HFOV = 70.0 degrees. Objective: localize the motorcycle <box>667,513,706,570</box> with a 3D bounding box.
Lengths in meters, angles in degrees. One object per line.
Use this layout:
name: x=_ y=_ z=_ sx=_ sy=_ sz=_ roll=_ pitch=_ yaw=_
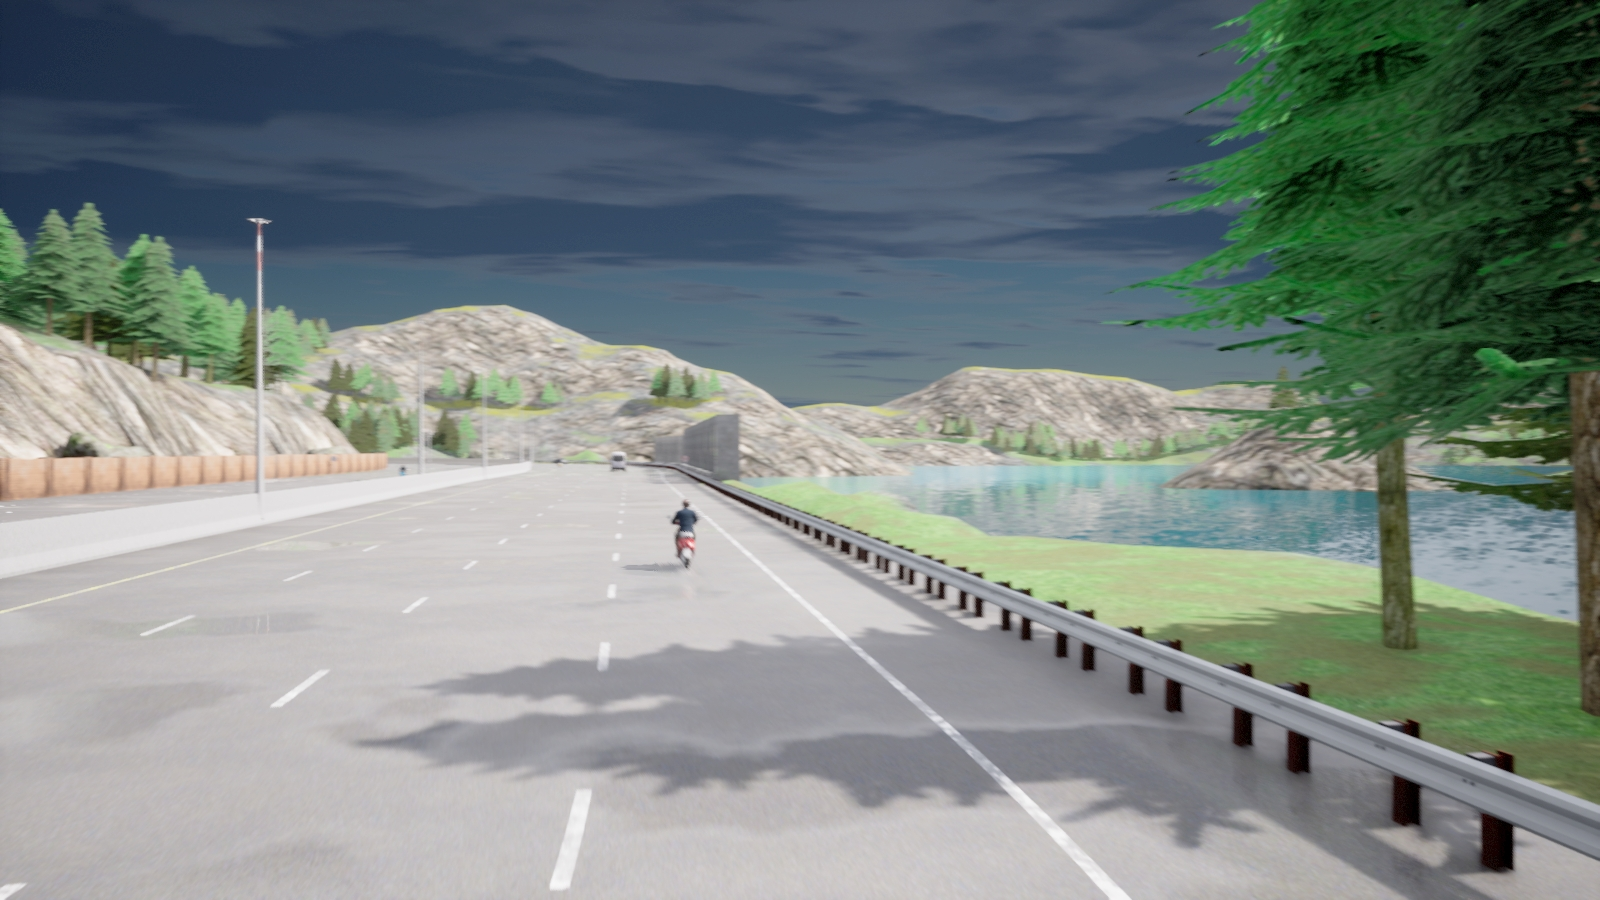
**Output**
motorcycle: x=-2.761 y=2.179 z=27.543 sx=0.856 sy=1.236 sz=1.805 roll=0 pitch=0 yaw=-8
